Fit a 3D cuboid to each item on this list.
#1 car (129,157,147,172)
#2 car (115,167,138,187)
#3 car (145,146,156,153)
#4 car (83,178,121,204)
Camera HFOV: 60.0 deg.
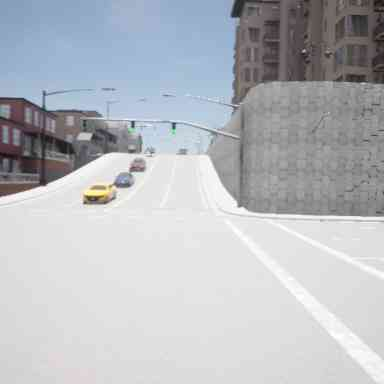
[{"bbox_3d":[-7.955,-4.147,49.233,2.097,1.767,4.553,1,14,0],"label":"car"},{"bbox_3d":[-7.840,-1.546,38.827,1.812,1.442,4.674,1,11,-1],"label":"car"},{"bbox_3d":[-8.048,-8.009,64.058,1.837,1.490,4.892,1,11,-1],"label":"car"},{"bbox_3d":[-7.716,0.006,28.209,1.882,1.535,5.008,1,6,-1],"label":"car"}]
